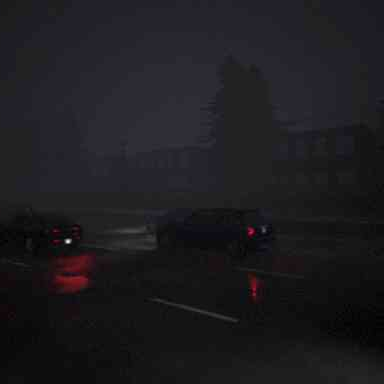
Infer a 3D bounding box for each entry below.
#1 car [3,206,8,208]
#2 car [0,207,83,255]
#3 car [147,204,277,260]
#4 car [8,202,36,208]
[{"bbox_3d":[-17.077,1.725,26.561,4.902,1.511,2.128,-1,0,38],"label":"car"},{"bbox_3d":[-6.493,1.591,13.805,4.892,1.490,1.837,-1,0,38],"label":"car"},{"bbox_3d":[0.768,1.338,12.553,4.553,1.767,2.097,-1,0,38],"label":"car"},{"bbox_3d":[-15.528,1.716,29.794,4.892,1.490,1.837,-1,0,38],"label":"car"}]
